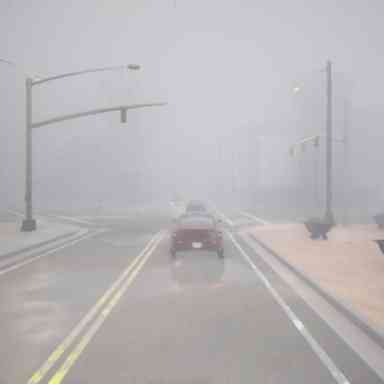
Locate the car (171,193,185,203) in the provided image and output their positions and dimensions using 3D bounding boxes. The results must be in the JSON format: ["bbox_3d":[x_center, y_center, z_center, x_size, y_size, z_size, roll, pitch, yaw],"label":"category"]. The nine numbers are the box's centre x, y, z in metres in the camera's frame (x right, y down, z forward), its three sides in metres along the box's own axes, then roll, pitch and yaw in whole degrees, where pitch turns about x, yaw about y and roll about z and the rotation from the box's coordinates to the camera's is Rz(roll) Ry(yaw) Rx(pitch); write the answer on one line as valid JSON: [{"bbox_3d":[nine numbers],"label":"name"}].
[{"bbox_3d":[-2.904,1.290,63.376,1.812,1.442,4.674,0,0,1],"label":"car"}]

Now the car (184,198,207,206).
[{"bbox_3d":[0.381,1.443,30.545,1.812,1.442,4.674,0,0,1],"label":"car"}]

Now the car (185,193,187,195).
[{"bbox_3d":[-2.728,1.187,78.849,1.882,1.535,5.008,0,0,1],"label":"car"}]

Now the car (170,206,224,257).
[{"bbox_3d":[0.186,1.479,12.683,1.812,1.442,4.674,0,0,1],"label":"car"}]
